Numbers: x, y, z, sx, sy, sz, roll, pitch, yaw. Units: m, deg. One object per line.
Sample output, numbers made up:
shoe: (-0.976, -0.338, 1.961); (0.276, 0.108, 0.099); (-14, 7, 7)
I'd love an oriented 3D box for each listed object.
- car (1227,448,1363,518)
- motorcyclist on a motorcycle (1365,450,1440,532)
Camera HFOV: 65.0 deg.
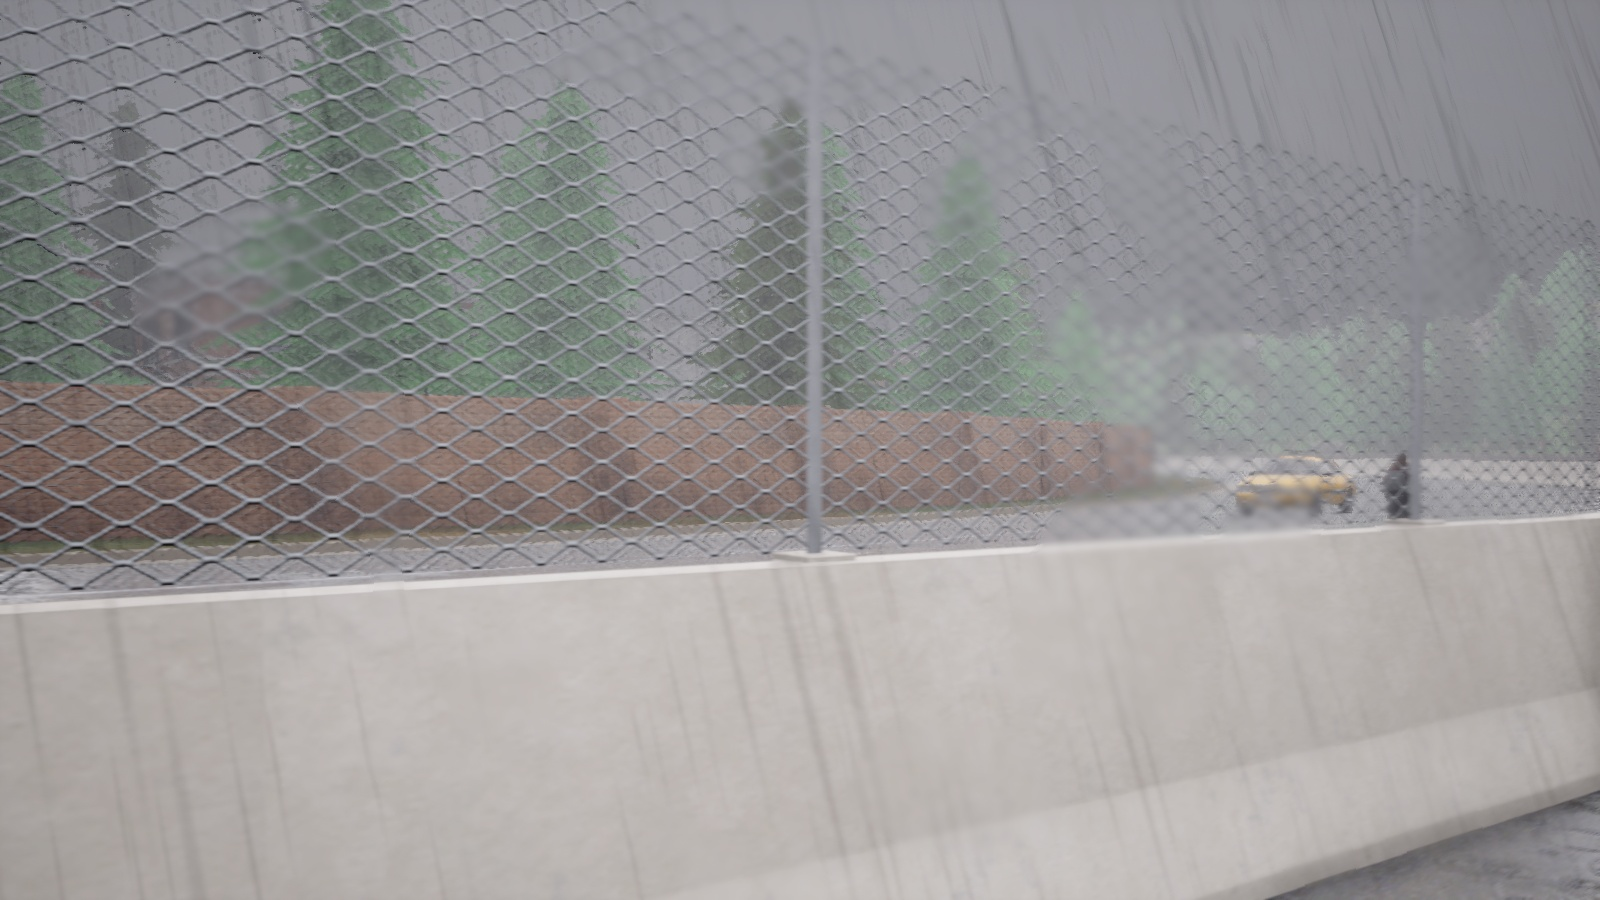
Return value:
car: (12.204, 0.743, 30.745); (1.801, 1.575, 5.366); (0, 0, 36)
motorcyclist on a motorcycle: (11.666, 0.769, 24.279); (0.797, 1.523, 2.044); (-2, -1, 40)
